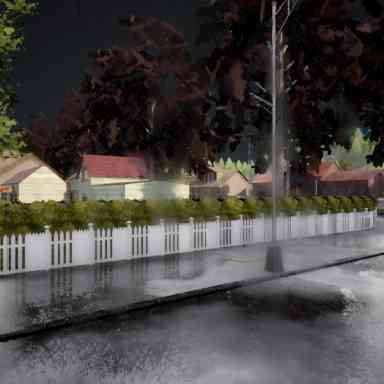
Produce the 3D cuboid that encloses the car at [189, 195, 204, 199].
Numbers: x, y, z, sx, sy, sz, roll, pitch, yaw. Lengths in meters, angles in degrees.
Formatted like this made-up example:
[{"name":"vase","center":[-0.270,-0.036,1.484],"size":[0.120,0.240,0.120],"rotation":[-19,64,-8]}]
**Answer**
[{"name":"car","center":[0.972,1.546,45.905],"size":[2.033,1.411,5.357],"rotation":[0,0,-35]}]
